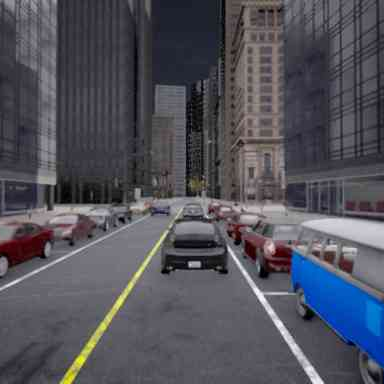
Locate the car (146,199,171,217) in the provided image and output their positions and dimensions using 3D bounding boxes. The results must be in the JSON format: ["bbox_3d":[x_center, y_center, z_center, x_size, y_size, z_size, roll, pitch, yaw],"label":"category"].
[{"bbox_3d":[-3.102,1.773,34.217,2.033,1.411,5.357,0,0,0],"label":"car"}]

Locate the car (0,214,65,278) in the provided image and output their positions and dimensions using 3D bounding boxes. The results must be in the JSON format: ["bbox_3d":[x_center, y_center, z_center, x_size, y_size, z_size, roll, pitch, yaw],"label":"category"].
[{"bbox_3d":[-5.851,1.600,10.295,1.887,1.381,4.507,1,0,0],"label":"car"}]

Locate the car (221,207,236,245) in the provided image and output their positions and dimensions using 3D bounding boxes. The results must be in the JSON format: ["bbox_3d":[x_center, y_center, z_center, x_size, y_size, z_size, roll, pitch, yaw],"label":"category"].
[{"bbox_3d":[2.672,1.634,15.751,1.887,1.381,4.507,1,0,0],"label":"car"}]

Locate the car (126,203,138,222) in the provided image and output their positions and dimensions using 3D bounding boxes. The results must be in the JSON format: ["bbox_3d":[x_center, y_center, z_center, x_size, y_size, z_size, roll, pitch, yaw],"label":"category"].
[{"bbox_3d":[-5.856,1.732,26.672,1.947,1.339,4.313,1,0,0],"label":"car"}]

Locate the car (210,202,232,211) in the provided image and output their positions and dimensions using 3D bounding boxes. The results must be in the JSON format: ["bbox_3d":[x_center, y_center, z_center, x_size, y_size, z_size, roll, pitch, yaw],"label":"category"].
[{"bbox_3d":[2.669,1.748,26.670,1.802,1.307,4.206,0,0,0],"label":"car"}]

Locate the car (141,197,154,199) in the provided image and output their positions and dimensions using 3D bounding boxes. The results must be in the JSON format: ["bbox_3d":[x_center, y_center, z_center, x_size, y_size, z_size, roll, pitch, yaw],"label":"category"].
[{"bbox_3d":[-5.858,1.619,43.051,2.192,1.841,5.009,0,-1,0],"label":"car"}]

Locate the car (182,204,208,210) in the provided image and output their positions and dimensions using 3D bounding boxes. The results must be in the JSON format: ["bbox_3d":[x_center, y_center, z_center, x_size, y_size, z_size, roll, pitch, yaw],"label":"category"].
[{"bbox_3d":[0.089,1.737,29.811,2.033,1.411,5.357,0,0,0],"label":"car"}]

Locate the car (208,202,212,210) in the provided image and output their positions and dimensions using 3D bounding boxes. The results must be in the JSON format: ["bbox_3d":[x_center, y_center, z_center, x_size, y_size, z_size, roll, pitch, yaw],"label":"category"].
[{"bbox_3d":[2.666,1.800,37.589,1.887,1.381,4.507,0,-1,0],"label":"car"}]

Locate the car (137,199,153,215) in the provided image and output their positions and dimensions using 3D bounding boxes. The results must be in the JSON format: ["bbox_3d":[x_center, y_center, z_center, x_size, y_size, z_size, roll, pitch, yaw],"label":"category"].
[{"bbox_3d":[-5.858,1.779,37.420,1.752,1.417,4.829,0,0,0],"label":"car"}]

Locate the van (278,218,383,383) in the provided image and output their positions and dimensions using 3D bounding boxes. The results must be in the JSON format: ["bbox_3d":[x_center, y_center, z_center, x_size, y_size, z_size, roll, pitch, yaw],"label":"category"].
[{"bbox_3d":[2.677,1.366,4.833,1.690,1.788,3.998,1,0,0],"label":"van"}]

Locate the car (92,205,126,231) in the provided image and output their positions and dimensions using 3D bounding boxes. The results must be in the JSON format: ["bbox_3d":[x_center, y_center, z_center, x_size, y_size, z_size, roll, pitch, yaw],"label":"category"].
[{"bbox_3d":[-5.854,1.677,21.213,2.008,1.369,4.403,1,0,0],"label":"car"}]

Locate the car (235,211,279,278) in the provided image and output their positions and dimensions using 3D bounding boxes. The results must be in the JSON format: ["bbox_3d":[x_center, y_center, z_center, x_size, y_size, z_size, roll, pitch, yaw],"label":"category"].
[{"bbox_3d":[2.674,1.496,10.292,1.967,1.590,4.097,1,0,0],"label":"car"}]

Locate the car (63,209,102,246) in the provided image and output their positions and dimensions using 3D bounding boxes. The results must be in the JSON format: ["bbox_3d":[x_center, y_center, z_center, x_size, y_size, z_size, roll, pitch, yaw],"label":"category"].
[{"bbox_3d":[-5.853,1.671,15.754,1.802,1.307,4.206,1,0,0],"label":"car"}]

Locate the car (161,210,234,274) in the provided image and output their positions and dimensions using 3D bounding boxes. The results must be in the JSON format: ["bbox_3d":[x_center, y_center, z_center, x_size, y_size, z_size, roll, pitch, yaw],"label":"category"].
[{"bbox_3d":[0.078,1.565,10.777,1.837,1.490,4.892,0,0,0],"label":"car"}]
